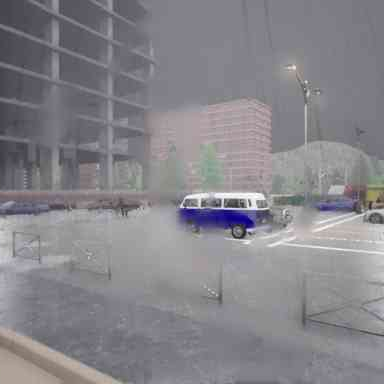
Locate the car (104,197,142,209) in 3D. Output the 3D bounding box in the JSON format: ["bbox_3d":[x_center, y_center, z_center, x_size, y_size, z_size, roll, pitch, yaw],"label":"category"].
[{"bbox_3d":[-9.376,1.436,45.547,2.128,1.511,4.902,0,0,35],"label":"car"}]

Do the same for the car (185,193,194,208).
[{"bbox_3d":[-2.562,1.167,55.133,2.150,2.045,5.566,0,0,35],"label":"car"}]

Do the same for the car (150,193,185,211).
[{"bbox_3d":[-3.841,1.166,47.305,2.150,2.045,5.566,0,0,35],"label":"car"}]

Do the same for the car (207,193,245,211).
[{"bbox_3d":[4.944,1.166,47.411,2.150,2.045,5.566,0,0,36],"label":"car"}]

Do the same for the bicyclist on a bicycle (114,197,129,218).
[{"bbox_3d":[-5.482,1.248,25.945,1.656,1.620,0.582,0,0,35],"label":"bicyclist on a bicycle"}]

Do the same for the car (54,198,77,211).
[{"bbox_3d":[-15.297,1.436,37.159,2.128,1.511,4.902,0,0,35],"label":"car"}]

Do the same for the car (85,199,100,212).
[{"bbox_3d":[-10.015,1.449,38.577,1.837,1.490,4.892,0,0,35],"label":"car"}]

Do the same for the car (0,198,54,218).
[{"bbox_3d":[-15.837,1.492,30.320,2.033,1.411,5.357,0,0,35],"label":"car"}]

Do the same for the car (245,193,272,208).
[{"bbox_3d":[11.046,1.436,56.138,2.128,1.511,4.902,0,0,35],"label":"car"}]

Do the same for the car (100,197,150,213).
[{"bbox_3d":[-7.152,1.449,36.218,1.837,1.490,4.892,0,0,35],"label":"car"}]

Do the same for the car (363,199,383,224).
[{"bbox_3d":[13.270,1.395,21.463,3.806,1.475,1.970,0,0,36],"label":"car"}]
